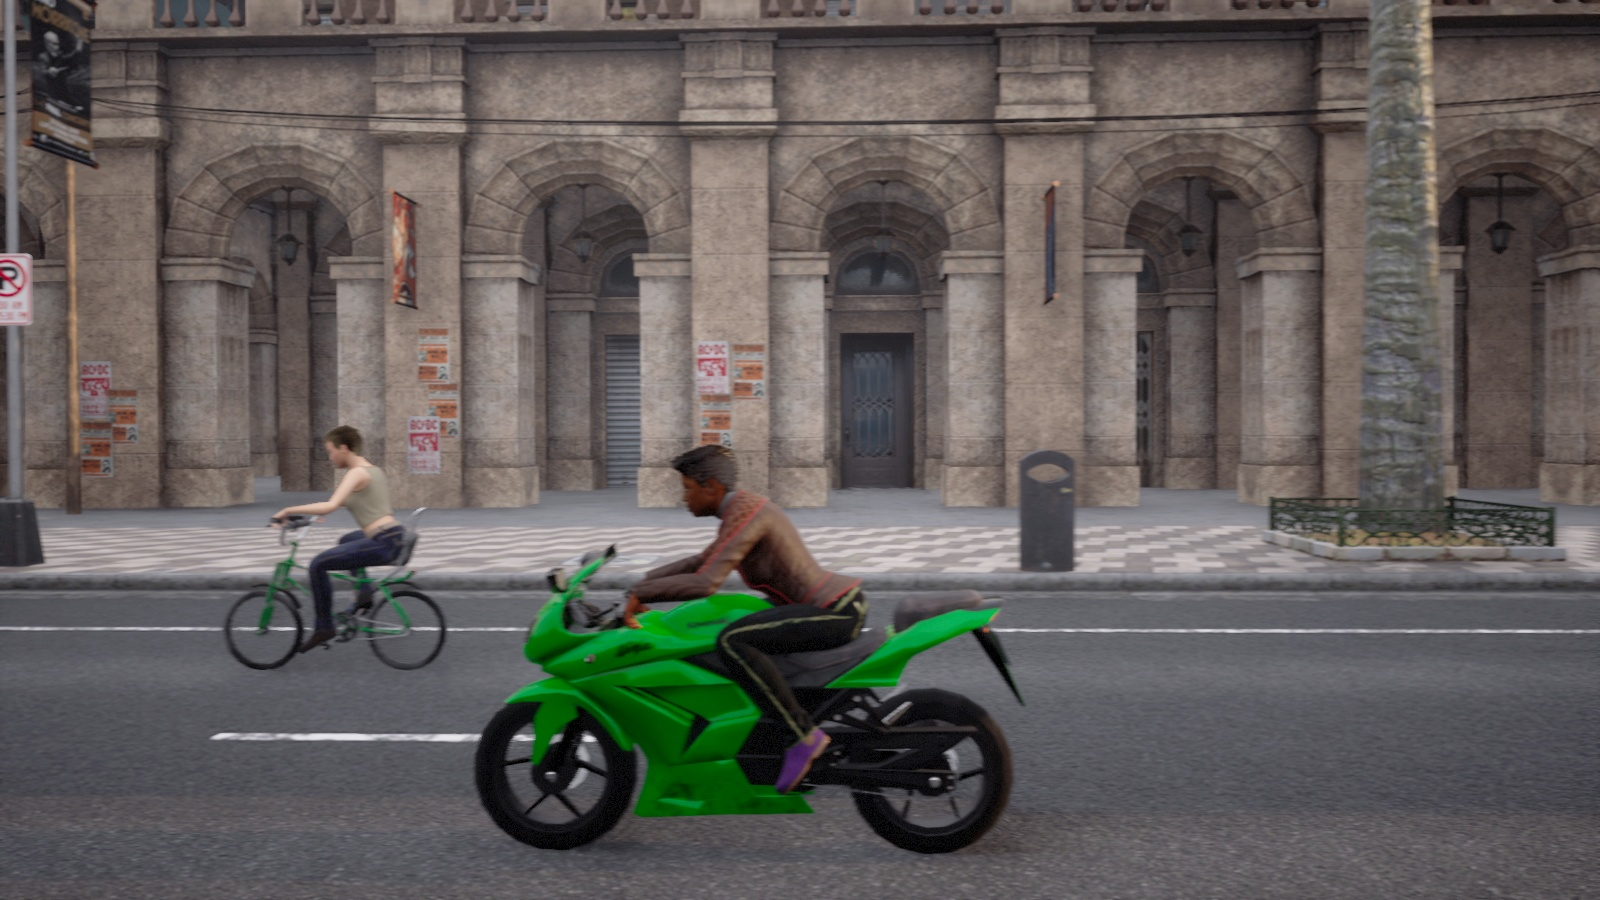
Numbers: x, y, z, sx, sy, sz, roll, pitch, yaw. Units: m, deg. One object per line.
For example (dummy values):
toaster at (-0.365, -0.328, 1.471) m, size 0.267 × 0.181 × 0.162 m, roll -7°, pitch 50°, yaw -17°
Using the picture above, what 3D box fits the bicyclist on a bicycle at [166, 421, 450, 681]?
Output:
bicyclist on a bicycle at (-3.190, 0.621, 8.263) m, size 1.509 × 1.612 × 0.866 m, roll 0°, pitch 1°, yaw 2°

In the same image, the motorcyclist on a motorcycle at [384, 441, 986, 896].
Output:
motorcyclist on a motorcycle at (-0.385, 0.733, 4.659) m, size 2.044 × 1.523 × 0.797 m, roll 0°, pitch 1°, yaw 2°
